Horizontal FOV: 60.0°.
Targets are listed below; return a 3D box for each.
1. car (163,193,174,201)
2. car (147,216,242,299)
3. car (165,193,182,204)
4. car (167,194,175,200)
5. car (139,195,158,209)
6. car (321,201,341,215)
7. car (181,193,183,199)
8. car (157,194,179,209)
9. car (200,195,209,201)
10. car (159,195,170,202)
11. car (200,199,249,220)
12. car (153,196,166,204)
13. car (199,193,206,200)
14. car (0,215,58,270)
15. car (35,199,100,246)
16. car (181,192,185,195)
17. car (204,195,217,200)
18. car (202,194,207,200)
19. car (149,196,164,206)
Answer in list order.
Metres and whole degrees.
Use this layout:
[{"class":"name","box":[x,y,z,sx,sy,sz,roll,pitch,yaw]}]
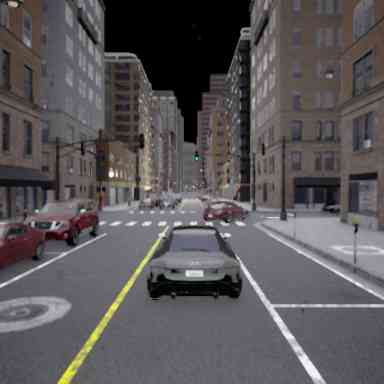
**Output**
[{"class":"car","box":[-5.720,1.130,81.065,2.192,1.841,5.009,-1,0,0]},{"class":"car","box":[0.069,1.535,8.422,1.994,1.385,4.181,0,0,1]},{"class":"car","box":[-3.116,1.349,52.207,2.128,1.511,4.902,0,0,0]},{"class":"car","box":[-5.724,1.240,92.195,1.967,1.590,4.097,-1,0,0]},{"class":"car","box":[-5.697,1.460,42.111,1.802,1.307,4.206,-1,0,0]},{"class":"car","box":[14.847,1.330,30.676,5.357,1.411,2.033,0,1,2]},{"class":"car","box":[-3.084,1.367,61.901,1.812,1.442,4.674,0,0,0]},{"class":"car","box":[-3.119,1.369,42.808,2.128,1.511,4.902,0,0,0]},{"class":"car","box":[2.811,1.366,75.523,1.887,1.381,4.507,-1,0,0]},{"class":"car","box":[-5.712,1.379,69.934,2.008,1.369,4.403,-1,0,0]},{"class":"car","box":[2.551,1.452,24.555,1.812,1.442,4.674,-1,0,34]},{"class":"car","box":[-5.706,1.371,58.634,1.752,1.417,4.829,-1,0,0]},{"class":"car","box":[2.817,1.381,64.395,1.887,1.381,4.507,-1,0,0]},{"class":"car","box":[-5.680,1.549,9.528,1.802,1.307,4.206,-1,0,0]},{"class":"car","box":[-5.686,1.265,15.109,2.192,1.841,5.009,-1,0,0]},{"class":"car","box":[-3.036,1.327,72.334,2.128,1.511,4.902,0,0,0]},{"class":"car","box":[2.828,1.461,42.142,1.802,1.307,4.206,-1,0,0]},{"class":"car","box":[2.825,1.392,47.875,1.752,1.417,4.829,-1,0,0]},{"class":"car","box":[-5.703,1.400,53.240,1.887,1.381,4.507,-1,0,0]}]
